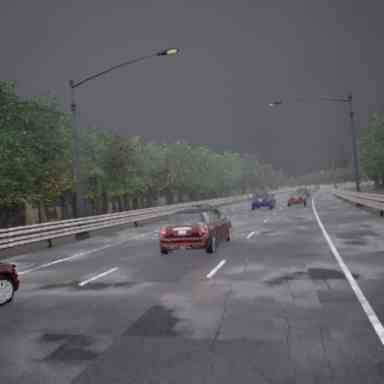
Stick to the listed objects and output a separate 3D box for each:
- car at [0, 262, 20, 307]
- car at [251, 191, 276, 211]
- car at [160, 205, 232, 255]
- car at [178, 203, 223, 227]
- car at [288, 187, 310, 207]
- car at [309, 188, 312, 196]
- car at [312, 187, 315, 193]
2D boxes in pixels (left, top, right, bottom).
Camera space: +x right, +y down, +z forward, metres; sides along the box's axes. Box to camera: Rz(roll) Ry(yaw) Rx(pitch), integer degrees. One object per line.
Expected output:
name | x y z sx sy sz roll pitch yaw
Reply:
car | -5.800 2.010 6.506 1.882 1.535 5.008 -5 0 17
car | 8.032 0.958 37.253 2.150 2.045 5.566 -5 0 19
car | 0.305 1.471 14.205 2.097 1.767 4.553 -5 -1 18
car | 0.845 1.760 27.000 2.033 1.411 5.357 -5 -1 19
car | 12.872 0.730 40.681 2.097 1.767 4.553 -5 -1 20
car | 20.411 0.186 61.199 2.150 2.045 5.566 -5 -1 21
car | 26.574 0.133 76.923 2.033 1.411 5.357 -5 0 22
